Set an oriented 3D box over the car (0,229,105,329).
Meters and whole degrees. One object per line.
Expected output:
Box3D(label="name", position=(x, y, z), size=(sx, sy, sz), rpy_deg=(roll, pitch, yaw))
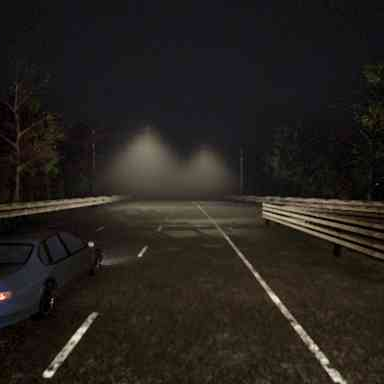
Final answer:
Box3D(label="car", position=(-3.430, 1.514, 7.196), size=(2.033, 1.411, 5.357), rpy_deg=(0, 0, 0))
